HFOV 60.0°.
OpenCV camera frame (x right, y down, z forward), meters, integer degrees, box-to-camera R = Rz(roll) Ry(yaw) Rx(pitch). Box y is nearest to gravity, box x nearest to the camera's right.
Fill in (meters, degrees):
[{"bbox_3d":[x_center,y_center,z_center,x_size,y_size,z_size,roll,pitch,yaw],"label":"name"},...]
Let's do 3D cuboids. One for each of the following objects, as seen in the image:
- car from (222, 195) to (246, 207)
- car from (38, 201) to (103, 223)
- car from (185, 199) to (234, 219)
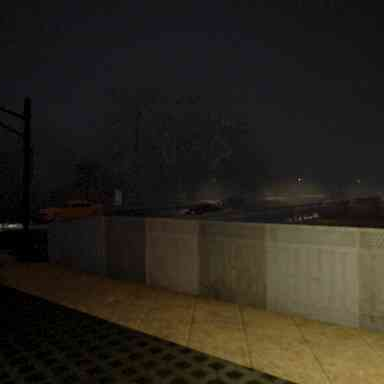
[{"bbox_3d":[5.112,1.209,42.903,2.128,1.511,4.902,2,2,41],"label":"car"},{"bbox_3d":[-9.394,1.475,26.099,1.882,1.535,5.008,2,2,41],"label":"car"},{"bbox_3d":[1.356,1.652,28.477,1.994,1.385,4.181,2,2,41],"label":"car"}]
